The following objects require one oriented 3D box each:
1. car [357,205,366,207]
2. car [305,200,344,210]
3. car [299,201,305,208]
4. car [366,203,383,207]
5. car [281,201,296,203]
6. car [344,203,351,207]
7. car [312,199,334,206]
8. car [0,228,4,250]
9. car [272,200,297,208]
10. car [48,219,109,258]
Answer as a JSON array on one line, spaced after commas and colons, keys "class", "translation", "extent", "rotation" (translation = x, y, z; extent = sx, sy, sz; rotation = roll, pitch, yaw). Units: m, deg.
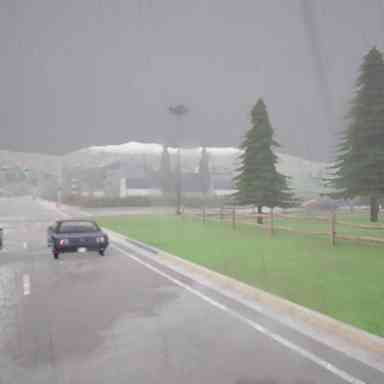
[{"class": "car", "translation": [33.059, 2.146, 62.849], "extent": [4.718, 1.301, 1.895], "rotation": [0, -1, -26]}, {"class": "car", "translation": [21.224, 2.149, 53.167], "extent": [5.357, 1.411, 2.033], "rotation": [0, -1, -26]}, {"class": "car", "translation": [21.248, 2.121, 57.056], "extent": [5.008, 1.535, 1.882], "rotation": [0, -1, -26]}, {"class": "car", "translation": [34.595, 1.787, 59.707], "extent": [5.566, 2.045, 2.150], "rotation": [0, -1, -26]}, {"class": "car", "translation": [19.051, 2.165, 59.885], "extent": [4.902, 1.511, 2.128], "rotation": [0, -1, -26]}, {"class": "car", "translation": [31.496, 2.108, 65.981], "extent": [4.902, 1.511, 2.128], "rotation": [0, -1, -26]}, {"class": "car", "translation": [28.452, 2.244, 72.284], "extent": [4.718, 1.301, 1.895], "rotation": [0, -1, -26]}, {"class": "car", "translation": [-7.918, 1.725, 11.963], "extent": [1.895, 1.301, 4.718], "rotation": [0, -1, -26]}, {"class": "car", "translation": [17.529, 2.269, 63.036], "extent": [4.181, 1.385, 1.994], "rotation": [0, -1, -25]}, {"class": "car", "translation": [-4.797, 1.745, 13.549], "extent": [1.895, 1.301, 4.718], "rotation": [0, -1, -26]}]
